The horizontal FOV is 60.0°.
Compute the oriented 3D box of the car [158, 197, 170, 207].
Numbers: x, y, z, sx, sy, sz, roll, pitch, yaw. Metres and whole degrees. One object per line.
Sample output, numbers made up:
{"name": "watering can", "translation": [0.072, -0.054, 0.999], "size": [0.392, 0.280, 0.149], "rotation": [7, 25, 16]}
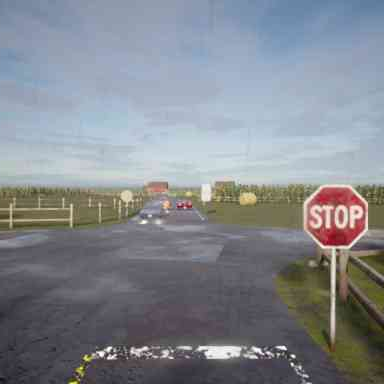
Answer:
{"name": "car", "translation": [-4.408, 1.503, 52.545], "size": [1.837, 1.490, 4.892], "rotation": [0, 0, -3]}

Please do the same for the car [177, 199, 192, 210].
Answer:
{"name": "car", "translation": [-0.994, 1.596, 43.264], "size": [1.895, 1.301, 4.718], "rotation": [0, 0, -3]}

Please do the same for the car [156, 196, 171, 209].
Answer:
{"name": "car", "translation": [-3.849, 1.348, 41.078], "size": [2.097, 1.767, 4.553], "rotation": [0, 0, -3]}

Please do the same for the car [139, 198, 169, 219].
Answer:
{"name": "car", "translation": [-3.421, 1.545, 29.360], "size": [2.033, 1.411, 5.357], "rotation": [0, 0, -1]}
